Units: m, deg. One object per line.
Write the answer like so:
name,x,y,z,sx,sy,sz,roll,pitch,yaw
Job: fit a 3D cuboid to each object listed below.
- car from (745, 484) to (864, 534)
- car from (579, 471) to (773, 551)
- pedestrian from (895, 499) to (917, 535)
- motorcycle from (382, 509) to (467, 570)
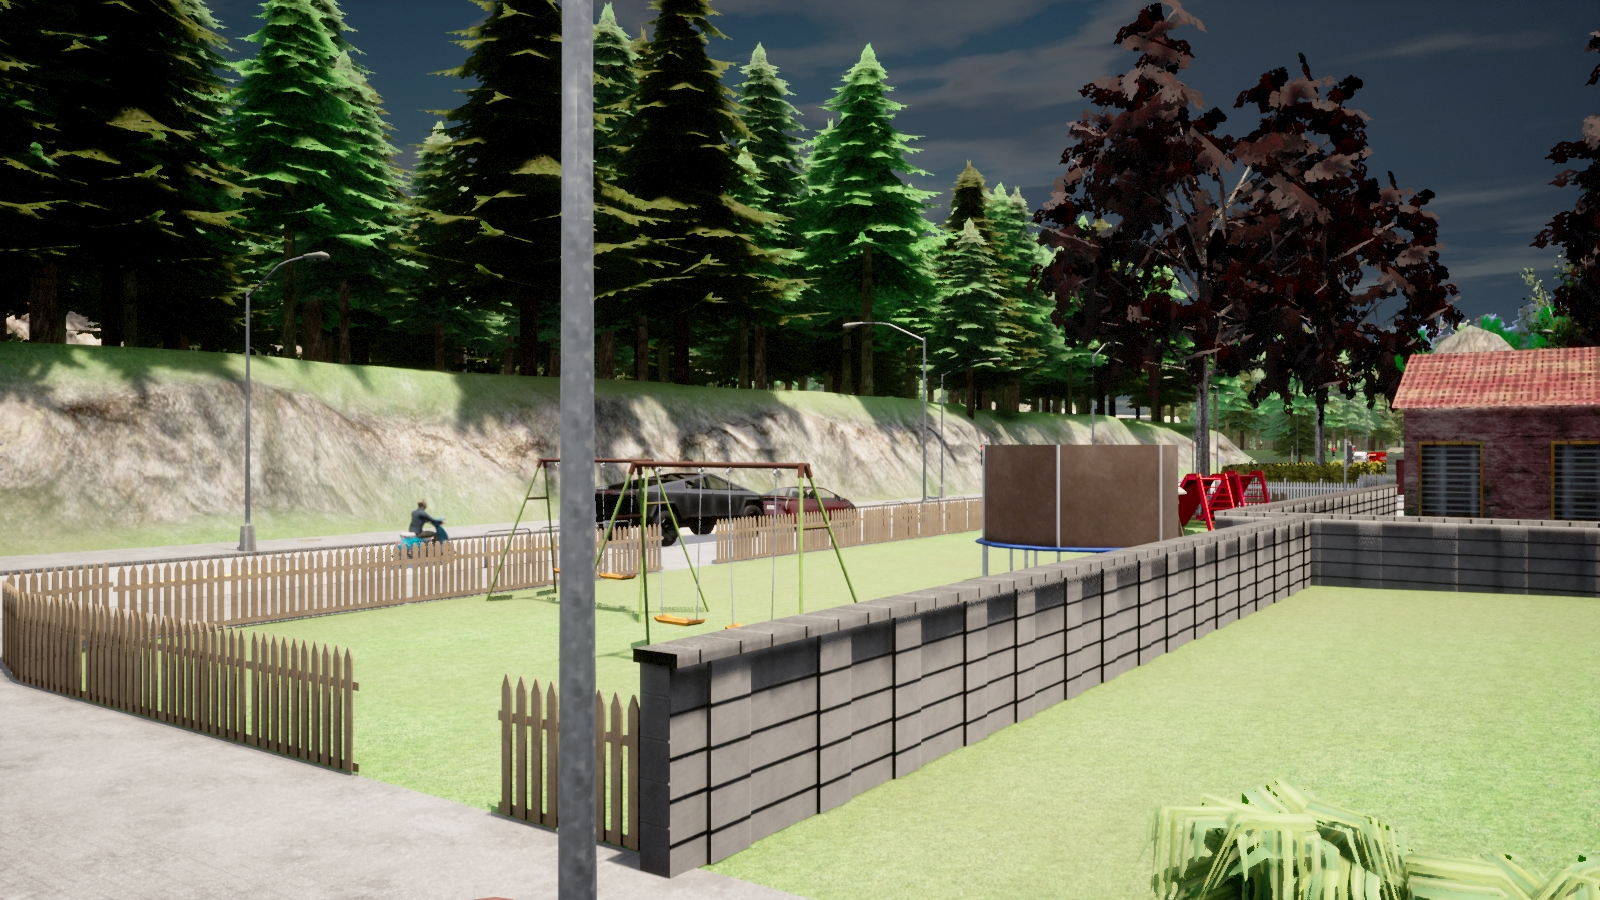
car,0.223,2.040,40.660,2.007,1.525,4.514,0,0,35
car,-3.653,1.754,35.096,2.390,2.098,6.274,0,0,35
pedestrian,3.361,2.125,36.164,0.500,1.100,0.500,0,0,35
motorcycle,-9.040,2.142,27.552,0.856,1.316,1.805,0,0,36
